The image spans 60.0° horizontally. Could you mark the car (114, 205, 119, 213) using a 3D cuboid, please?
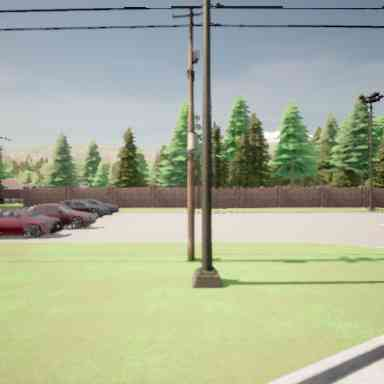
[{"bbox_3d":[-9.145,1.376,30.301,4.892,1.490,1.837,0,0,0],"label":"car"}]

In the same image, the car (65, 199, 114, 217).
[{"bbox_3d":[-9.137,1.393,26.801,4.892,1.490,1.837,0,0,0],"label":"car"}]

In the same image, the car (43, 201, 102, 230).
[{"bbox_3d":[-8.097,1.445,19.817,4.674,1.442,1.812,0,0,0],"label":"car"}]

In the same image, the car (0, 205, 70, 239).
[{"bbox_3d":[-8.560,1.501,16.303,4.181,1.385,1.994,0,0,0],"label":"car"}]
